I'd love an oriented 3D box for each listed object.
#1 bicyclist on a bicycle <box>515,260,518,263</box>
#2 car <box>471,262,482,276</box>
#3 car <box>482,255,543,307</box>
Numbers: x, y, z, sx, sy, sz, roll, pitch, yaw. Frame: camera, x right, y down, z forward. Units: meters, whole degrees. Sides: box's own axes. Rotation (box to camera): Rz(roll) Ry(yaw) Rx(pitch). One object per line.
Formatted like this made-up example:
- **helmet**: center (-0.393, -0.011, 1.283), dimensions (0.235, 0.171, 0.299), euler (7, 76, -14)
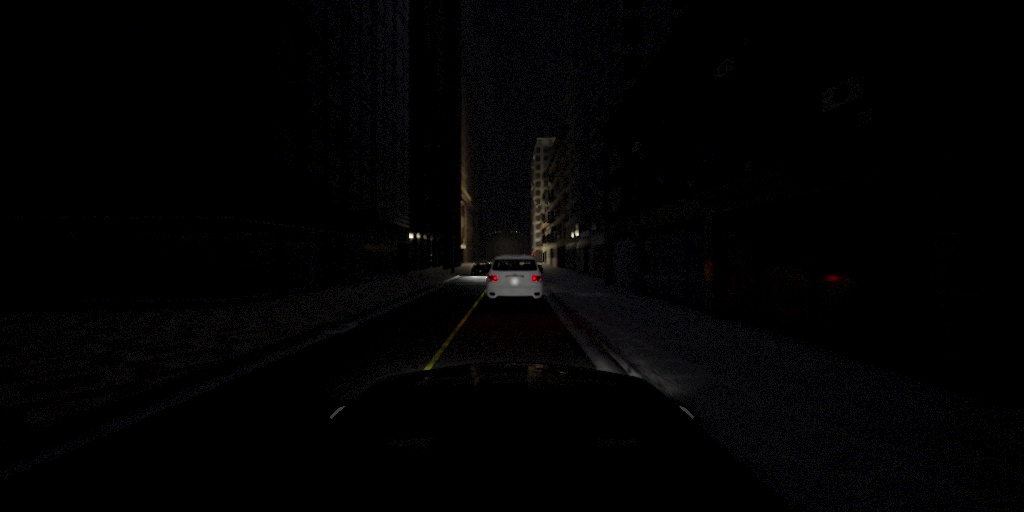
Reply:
- **bicyclist on a bicycle**: center (0.853, 1.175, 63.381), dimensions (0.582, 1.620, 1.656), euler (0, 0, 0)
- **car**: center (-3.078, 1.306, 37.116), dimensions (1.994, 1.385, 4.181), euler (0, 0, 0)
- **car**: center (0.104, 0.969, 15.484), dimensions (2.150, 2.045, 5.566), euler (0, 0, 0)
